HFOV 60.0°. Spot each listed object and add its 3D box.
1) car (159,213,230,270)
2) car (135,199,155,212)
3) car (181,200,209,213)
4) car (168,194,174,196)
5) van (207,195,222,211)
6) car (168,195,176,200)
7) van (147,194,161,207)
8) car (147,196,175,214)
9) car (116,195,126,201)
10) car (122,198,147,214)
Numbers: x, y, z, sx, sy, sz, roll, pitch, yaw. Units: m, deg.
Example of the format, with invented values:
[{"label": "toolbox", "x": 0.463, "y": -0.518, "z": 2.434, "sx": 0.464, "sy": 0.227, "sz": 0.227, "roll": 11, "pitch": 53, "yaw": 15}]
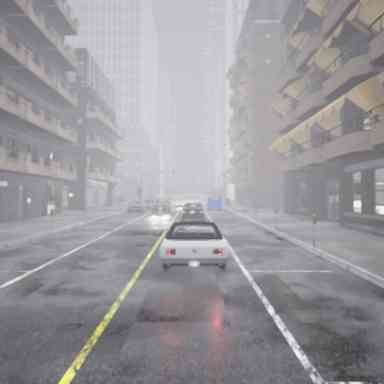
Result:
[{"label": "car", "x": 0.073, "y": 1.595, "z": 10.925, "sx": 1.895, "sy": 1.301, "sz": 4.718, "roll": 0, "pitch": 0, "yaw": 0}, {"label": "car", "x": -5.649, "y": 1.557, "z": 40.077, "sx": 1.802, "sy": 1.307, "sz": 4.206, "roll": 1, "pitch": 0, "yaw": 0}, {"label": "car", "x": 0.079, "y": 1.531, "z": 27.213, "sx": 2.033, "sy": 1.411, "sz": 5.357, "roll": 0, "pitch": 0, "yaw": 0}, {"label": "car", "x": -5.685, "y": 1.382, "z": 89.224, "sx": 1.967, "sy": 1.590, "sz": 4.097, "roll": 1, "pitch": 0, "yaw": 0}, {"label": "van", "x": 2.703, "y": 1.316, "z": 40.130, "sx": 1.690, "sy": 1.788, "sz": 3.998, "roll": 1, "pitch": 0, "yaw": 0}, {"label": "car", "x": -5.689, "y": 1.520, "z": 94.799, "sx": 1.802, "sy": 1.307, "sz": 4.206, "roll": 1, "pitch": 0, "yaw": 0}, {"label": "van", "x": -5.815, "y": 1.309, "z": 51.158, "sx": 1.690, "sy": 1.788, "sz": 3.998, "roll": 1, "pitch": 0, "yaw": 0}, {"label": "car", "x": -3.101, "y": 1.470, "z": 34.814, "sx": 2.128, "sy": 1.511, "sz": 4.902, "roll": 0, "pitch": 0, "yaw": 0}, {"label": "car", "x": -16.501, "y": 1.451, "z": 73.802, "sx": 4.097, "sy": 1.590, "sz": 1.967, "roll": 0, "pitch": -1, "yaw": 0}, {"label": "car", "x": -5.648, "y": 1.530, "z": 34.536, "sx": 2.008, "sy": 1.369, "sz": 4.403, "roll": 1, "pitch": 0, "yaw": 0}]
